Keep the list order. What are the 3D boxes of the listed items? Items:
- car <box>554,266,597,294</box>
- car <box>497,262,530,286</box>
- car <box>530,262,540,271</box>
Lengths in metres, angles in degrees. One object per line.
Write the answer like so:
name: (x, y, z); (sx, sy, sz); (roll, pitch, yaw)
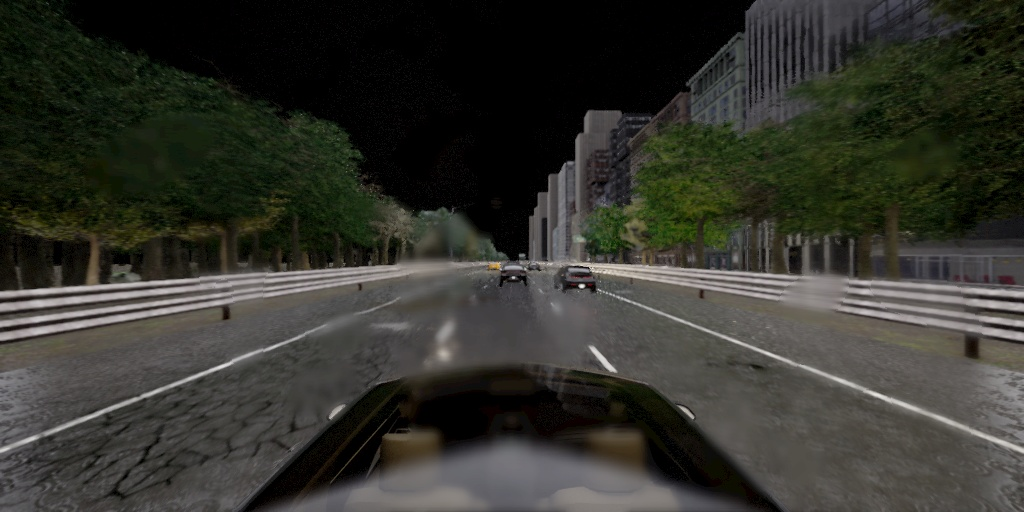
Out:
car: (3.599, 1.303, 20.890); (1.837, 1.490, 4.892); (0, 0, 0)
car: (0.099, 1.318, 26.531); (1.882, 1.535, 5.008); (0, -1, 0)
car: (3.601, 1.779, 60.074); (1.812, 1.442, 4.674); (0, -1, 0)
